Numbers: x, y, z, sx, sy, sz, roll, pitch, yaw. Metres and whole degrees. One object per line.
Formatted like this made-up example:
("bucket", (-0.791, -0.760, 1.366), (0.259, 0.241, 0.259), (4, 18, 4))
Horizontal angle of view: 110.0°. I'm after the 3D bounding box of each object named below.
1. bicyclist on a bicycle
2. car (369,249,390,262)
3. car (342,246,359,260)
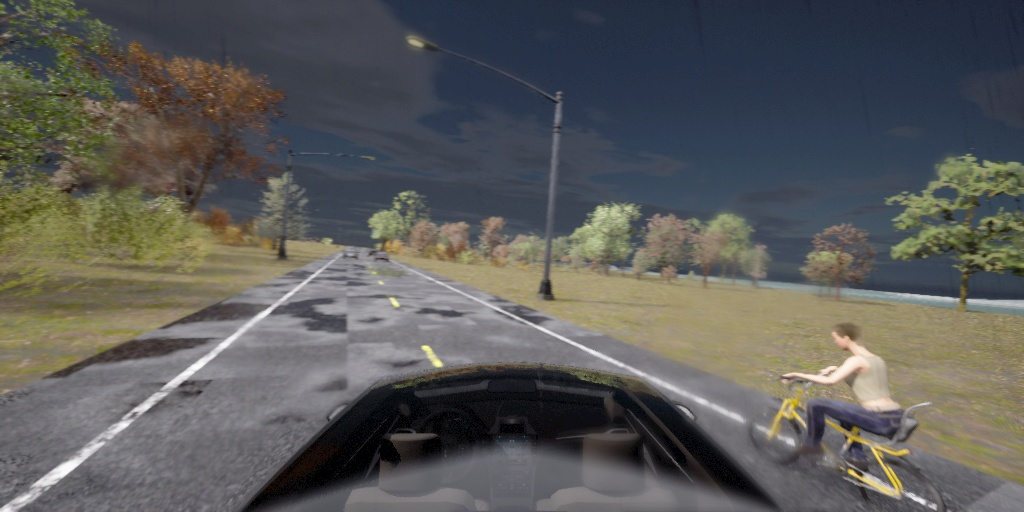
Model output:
("bicyclist on a bicycle", (3.006, 1.403, 3.375), (0.866, 1.612, 1.509), (4, 0, -24))
("car", (-17.197, 0.018, 47.187), (2.033, 1.411, 5.357), (4, 0, -24))
("car", (-21.069, -0.320, 46.923), (2.128, 1.511, 4.902), (4, 0, -23))
